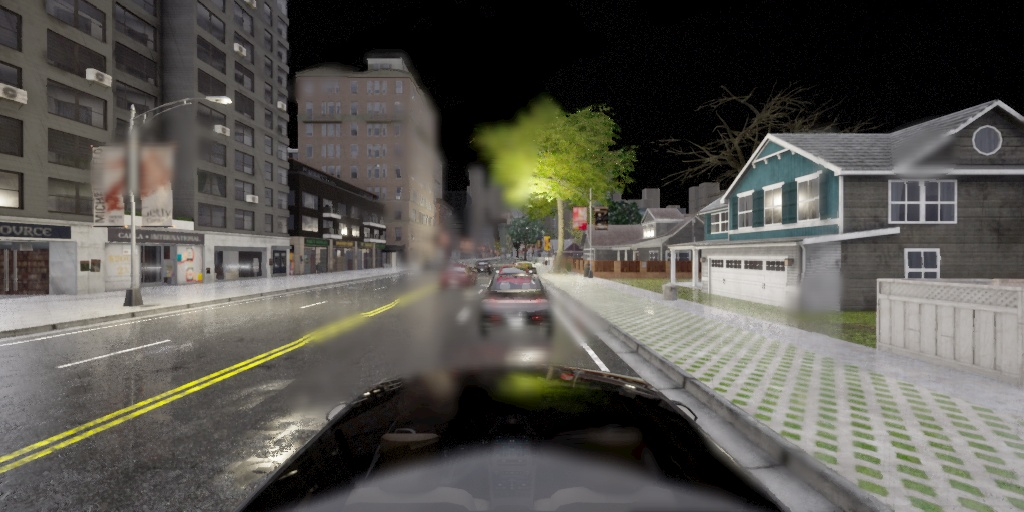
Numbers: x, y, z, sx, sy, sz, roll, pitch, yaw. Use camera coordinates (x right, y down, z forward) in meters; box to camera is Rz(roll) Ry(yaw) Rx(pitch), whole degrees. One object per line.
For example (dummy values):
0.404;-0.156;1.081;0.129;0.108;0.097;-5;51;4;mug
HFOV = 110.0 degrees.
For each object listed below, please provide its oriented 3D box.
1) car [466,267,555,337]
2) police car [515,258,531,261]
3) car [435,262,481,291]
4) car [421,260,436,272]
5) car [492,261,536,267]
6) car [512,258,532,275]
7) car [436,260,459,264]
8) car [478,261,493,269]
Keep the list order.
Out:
0.111;1.239;10.312;2.128;1.511;4.902;0;0;0;car
1.002;1.155;29.545;1.930;1.638;5.238;0;0;0;police car
-3.130;1.264;21.657;1.812;1.442;4.674;0;0;0;car
-9.809;1.216;44.202;1.837;1.490;4.892;0;0;0;car
0.118;1.218;19.816;1.882;1.535;5.008;0;0;0;car
1.011;1.067;39.405;2.097;1.767;4.553;0;0;0;car
-6.564;1.223;38.903;1.837;1.490;4.892;0;0;0;car
-3.112;1.242;39.667;1.812;1.442;4.674;0;0;0;car
